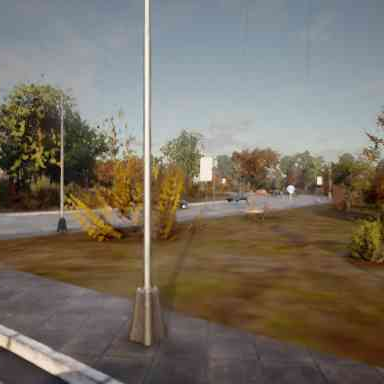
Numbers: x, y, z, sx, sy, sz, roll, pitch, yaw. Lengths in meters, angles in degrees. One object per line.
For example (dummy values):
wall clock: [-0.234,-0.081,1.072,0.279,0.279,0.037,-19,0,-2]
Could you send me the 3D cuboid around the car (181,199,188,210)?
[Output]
car: [-2.557,1.477,40.906,1.837,1.490,4.892,0,1,39]
